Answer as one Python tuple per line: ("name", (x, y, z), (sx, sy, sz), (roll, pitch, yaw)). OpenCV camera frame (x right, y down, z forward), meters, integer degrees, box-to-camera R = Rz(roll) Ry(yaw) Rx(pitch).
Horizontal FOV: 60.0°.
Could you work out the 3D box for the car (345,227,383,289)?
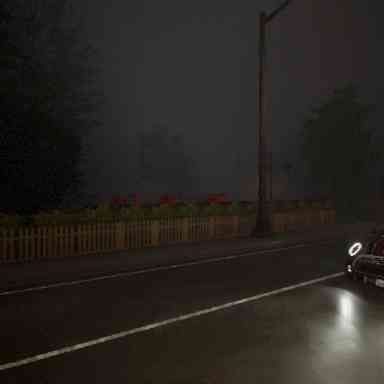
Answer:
("car", (5.849, 1.351, 8.396), (4.553, 1.767, 2.097), (0, 0, -37))
